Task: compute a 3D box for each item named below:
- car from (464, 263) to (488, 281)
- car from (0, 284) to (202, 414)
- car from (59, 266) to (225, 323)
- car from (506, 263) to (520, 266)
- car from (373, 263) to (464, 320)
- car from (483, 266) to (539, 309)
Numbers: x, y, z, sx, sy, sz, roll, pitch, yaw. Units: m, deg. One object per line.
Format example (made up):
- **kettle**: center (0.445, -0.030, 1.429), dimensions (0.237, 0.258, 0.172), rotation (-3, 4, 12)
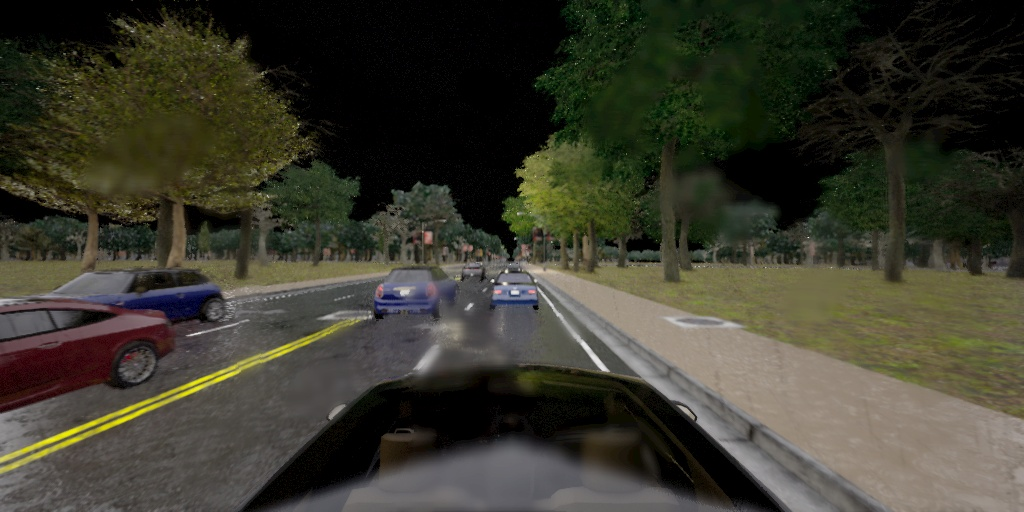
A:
- **car**: center (-3.146, 1.300, 30.595), dimensions (2.128, 1.511, 4.902), rotation (0, 0, 0)
- **car**: center (-6.599, 1.278, 4.183), dimensions (1.812, 1.442, 4.674), rotation (0, 0, 0)
- **car**: center (-9.844, 1.111, 9.042), dimensions (2.097, 1.767, 4.553), rotation (0, 0, 0)
- **car**: center (0.105, 1.447, 38.420), dimensions (1.895, 1.301, 4.718), rotation (0, 0, 0)
- **car**: center (-3.148, 1.116, 12.750), dimensions (2.097, 1.767, 4.553), rotation (0, 0, 0)
- **car**: center (0.102, 1.315, 14.925), dimensions (2.033, 1.411, 5.357), rotation (0, 0, 0)
